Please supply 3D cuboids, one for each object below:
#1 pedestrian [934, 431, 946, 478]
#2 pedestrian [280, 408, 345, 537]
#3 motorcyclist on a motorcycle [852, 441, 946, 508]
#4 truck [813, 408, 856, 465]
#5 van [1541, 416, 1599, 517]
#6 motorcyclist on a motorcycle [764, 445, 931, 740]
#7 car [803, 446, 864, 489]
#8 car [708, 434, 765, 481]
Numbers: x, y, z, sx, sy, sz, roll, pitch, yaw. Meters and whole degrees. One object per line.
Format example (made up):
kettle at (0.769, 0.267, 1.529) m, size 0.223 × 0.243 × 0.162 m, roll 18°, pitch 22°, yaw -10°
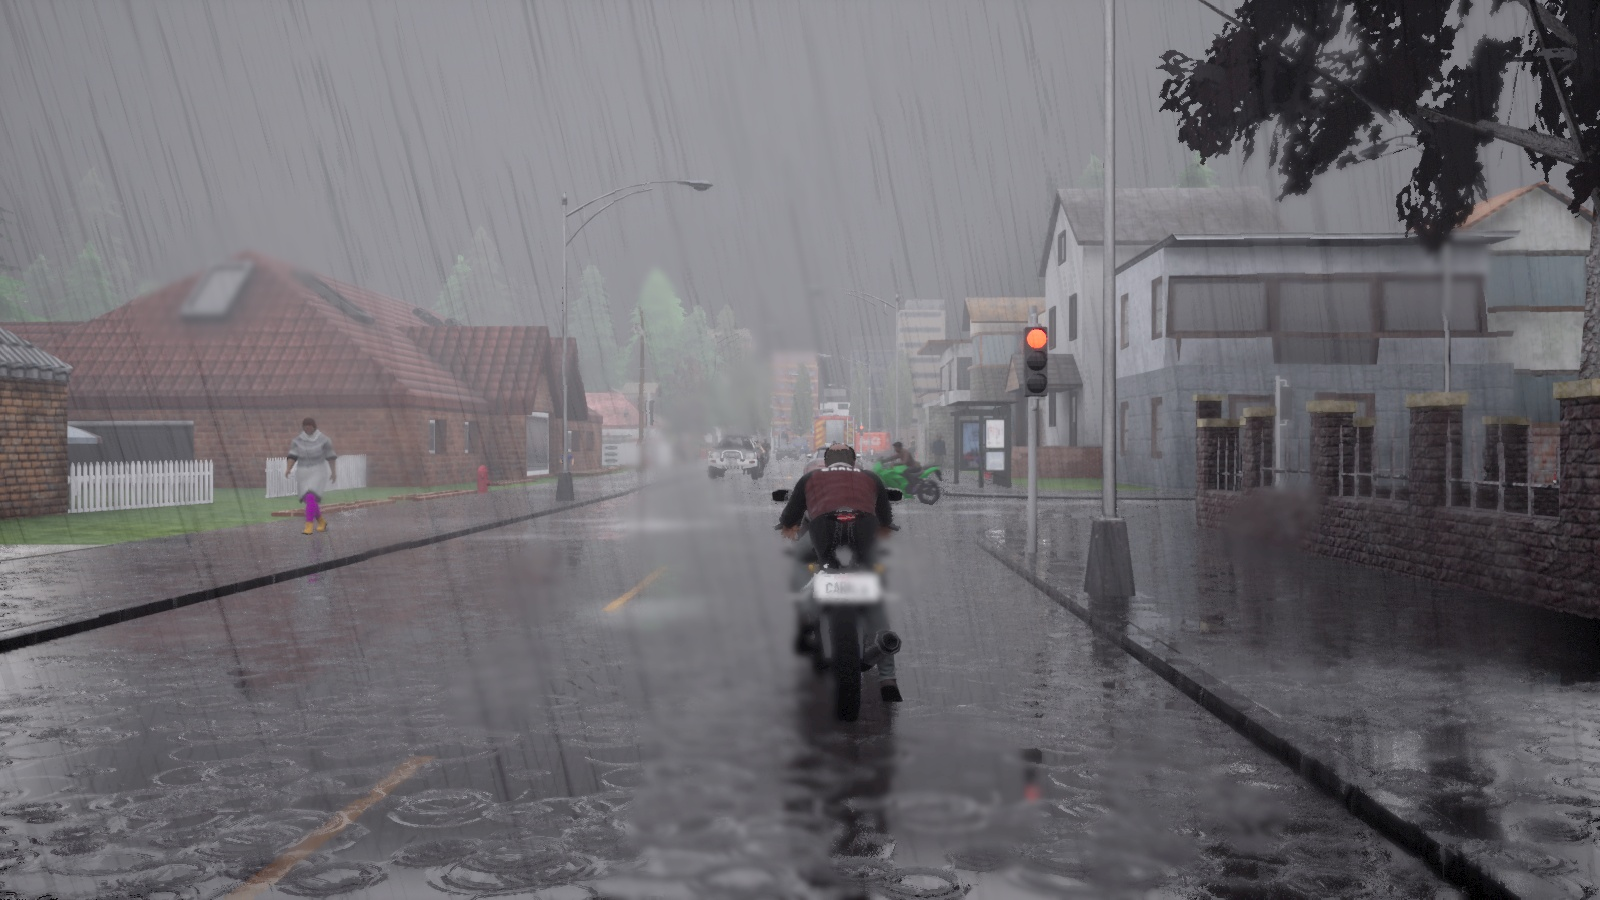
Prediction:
pedestrian at (5.524, 0.181, 49.486) m, size 0.402 × 1.842 × 0.726 m, roll 0°, pitch 0°, yaw -1°
pedestrian at (-7.503, 0.336, 19.353) m, size 0.659 × 1.952 × 0.873 m, roll 0°, pitch 0°, yaw 1°
motorcyclist on a motorcycle at (2.333, 0.563, 29.594) m, size 2.044 × 1.523 × 0.797 m, roll 0°, pitch 2°, yaw -21°
truck at (2.443, -0.918, 88.847) m, size 2.891 × 3.827 × 8.468 m, roll 0°, pitch 0°, yaw 1°
van at (18.371, 0.336, 26.301) m, size 4.480 × 2.038 × 2.069 m, roll 0°, pitch 0°, yaw -1°
motorcyclist on a motorcycle at (0.244, 0.739, 7.623) m, size 0.866 × 1.530 × 2.191 m, roll 0°, pitch 0°, yaw 0°
car at (1.160, 0.568, 43.132) m, size 1.994 × 1.385 × 4.181 m, roll 0°, pitch 0°, yaw 2°
car at (-2.569, 0.268, 52.005) m, size 1.932 × 1.855 × 4.605 m, roll 0°, pitch 0°, yaw 2°
